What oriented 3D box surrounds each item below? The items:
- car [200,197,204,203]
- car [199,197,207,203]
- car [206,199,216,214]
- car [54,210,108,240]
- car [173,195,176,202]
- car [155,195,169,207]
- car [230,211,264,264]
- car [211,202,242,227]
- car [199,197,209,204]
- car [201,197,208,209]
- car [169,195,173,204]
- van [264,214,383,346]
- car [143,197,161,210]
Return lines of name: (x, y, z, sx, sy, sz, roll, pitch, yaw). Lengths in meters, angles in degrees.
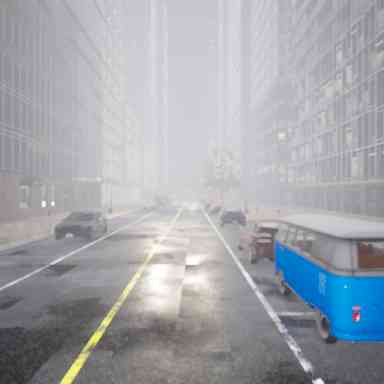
car: (2.699, 1.794, 51.746, 2.008, 1.369, 4.403, 0, 0, 0)
car: (2.707, 1.883, 80.379, 1.752, 1.417, 4.829, 0, 0, 0)
car: (2.695, 1.749, 34.671, 1.802, 1.307, 4.206, 0, 0, 0)
car: (-5.690, 1.653, 17.608, 1.947, 1.339, 4.313, 0, 0, 0)
car: (-5.671, 1.840, 91.606, 1.967, 1.590, 4.097, 0, 0, 0)
car: (-5.681, 1.582, 57.453, 2.192, 1.841, 5.009, 0, 0, 0)
car: (2.689, 1.604, 11.901, 1.887, 1.381, 4.507, 0, 0, 0)
car: (2.692, 1.665, 23.285, 2.008, 1.369, 4.403, 0, 0, 0)
car: (2.705, 1.886, 74.515, 2.008, 1.369, 4.403, 0, 0, 0)
car: (2.698, 1.784, 46.054, 1.947, 1.339, 4.313, 0, 0, 0)
car: (-5.678, 1.628, 68.838, 2.192, 1.841, 5.009, 0, 0, 0)
van: (2.687, 1.373, 6.209, 1.690, 1.788, 3.998, 0, 0, 0)
car: (-5.683, 1.743, 45.899, 1.752, 1.417, 4.829, 0, 0, 0)
